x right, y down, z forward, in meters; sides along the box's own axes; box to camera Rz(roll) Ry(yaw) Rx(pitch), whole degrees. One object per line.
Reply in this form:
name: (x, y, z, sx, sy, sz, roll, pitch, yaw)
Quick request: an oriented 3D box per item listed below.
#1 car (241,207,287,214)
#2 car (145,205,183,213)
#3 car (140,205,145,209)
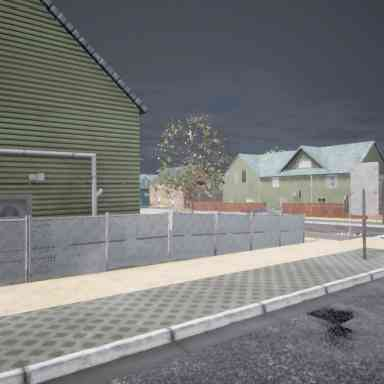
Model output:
car: (5.690, 1.858, 24.644, 1.882, 1.535, 5.008, -1, -1, -36)
car: (-2.818, 2.204, 36.563, 1.882, 1.535, 5.008, -1, -1, -36)
car: (-7.564, 2.575, 48.267, 1.895, 1.301, 4.718, -1, -1, -36)
